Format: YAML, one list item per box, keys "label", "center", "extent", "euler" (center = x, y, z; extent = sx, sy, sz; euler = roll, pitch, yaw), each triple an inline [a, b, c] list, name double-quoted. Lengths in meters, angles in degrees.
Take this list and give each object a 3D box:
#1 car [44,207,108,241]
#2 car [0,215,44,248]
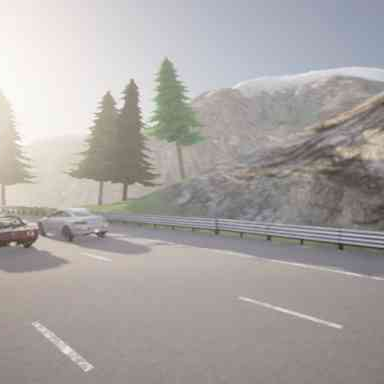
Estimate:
- label: "car"
  center: [-5.923, 1.487, 16.383]
  extent: [4.674, 1.442, 1.812]
  euler: [0, 1, 44]
- label: "car"
  center: [-8.139, 1.611, 13.665]
  extent: [4.718, 1.301, 1.895]
  euler: [0, 1, 44]
